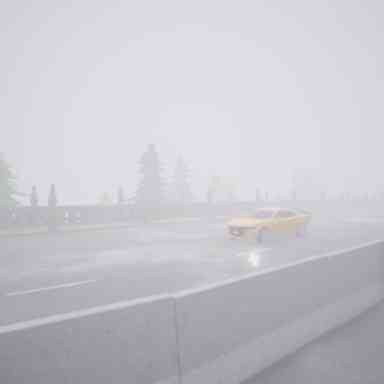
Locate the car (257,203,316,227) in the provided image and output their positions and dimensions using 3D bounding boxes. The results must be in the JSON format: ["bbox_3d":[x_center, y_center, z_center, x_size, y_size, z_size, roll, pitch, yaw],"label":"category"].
[{"bbox_3d":[6.811,1.572,23.702,4.674,1.442,1.812,0,0,-41],"label":"car"}]

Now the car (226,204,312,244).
[{"bbox_3d":[3.818,1.514,16.412,5.008,1.535,1.882,0,0,-41],"label":"car"}]
